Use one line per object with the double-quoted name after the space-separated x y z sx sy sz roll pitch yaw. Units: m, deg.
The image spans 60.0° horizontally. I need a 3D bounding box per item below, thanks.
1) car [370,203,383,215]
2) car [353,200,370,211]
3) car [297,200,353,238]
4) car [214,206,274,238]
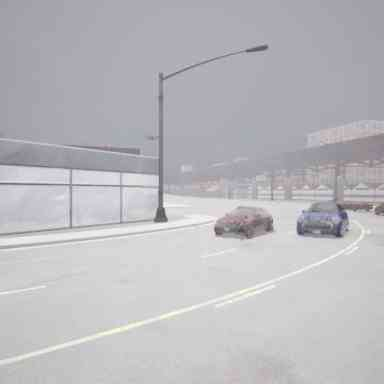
18.606 1.522 30.643 1.812 1.442 4.674 0 0 7 "car"
19.236 1.597 39.670 1.895 1.301 4.718 0 0 -9 "car"
7.158 1.351 17.965 2.097 1.767 4.553 0 0 31 "car"
2.949 1.524 17.860 1.812 1.442 4.674 0 0 34 "car"
